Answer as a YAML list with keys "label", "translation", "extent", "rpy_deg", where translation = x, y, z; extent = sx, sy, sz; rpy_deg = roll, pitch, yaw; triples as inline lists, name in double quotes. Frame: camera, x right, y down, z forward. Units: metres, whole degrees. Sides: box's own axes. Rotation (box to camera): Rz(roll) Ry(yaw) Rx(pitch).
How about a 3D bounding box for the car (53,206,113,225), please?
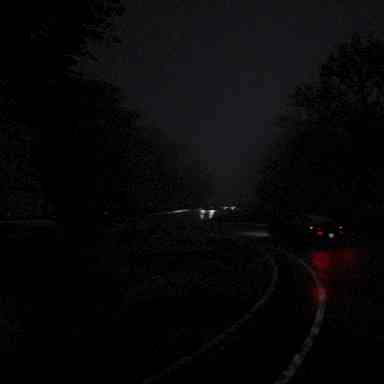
- label: "car"
  translation: [-9.198, 1.933, 28.126]
  extent: [5.008, 1.535, 1.882]
  rpy_deg: [-1, -1, 7]

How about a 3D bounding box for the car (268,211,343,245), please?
- label: "car"
  translation: [5.456, 1.689, 16.487]
  extent: [1.812, 1.442, 4.674]
  rpy_deg: [0, -1, -13]

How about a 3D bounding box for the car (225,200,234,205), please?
- label: "car"
  translation: [8.287, 2.283, 70.026]
  extent: [1.882, 1.535, 5.008]
  rpy_deg: [-1, -1, 19]

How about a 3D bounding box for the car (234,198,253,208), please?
- label: "car"
  translation: [10.047, 2.255, 64.192]
  extent: [1.812, 1.442, 4.674]
  rpy_deg: [-1, -1, 19]

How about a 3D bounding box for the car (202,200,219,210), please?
- label: "car"
  translation: [3.114, 2.183, 55.024]
  extent: [1.837, 1.490, 4.892]
  rpy_deg: [-1, -1, 19]
